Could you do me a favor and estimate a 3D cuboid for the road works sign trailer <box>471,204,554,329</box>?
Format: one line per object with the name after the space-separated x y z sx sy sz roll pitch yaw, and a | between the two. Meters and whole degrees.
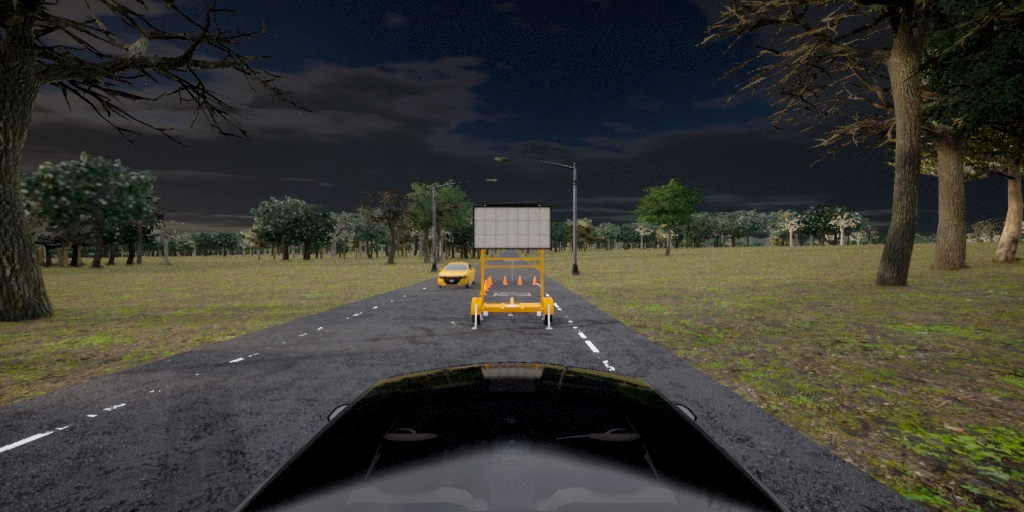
0.011 0.197 11.139 2.380 3.560 2.880 0 0 0 | road works sign trailer

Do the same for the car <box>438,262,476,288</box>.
-3.474 1.159 23.162 1.882 1.535 5.008 0 0 0 | car
